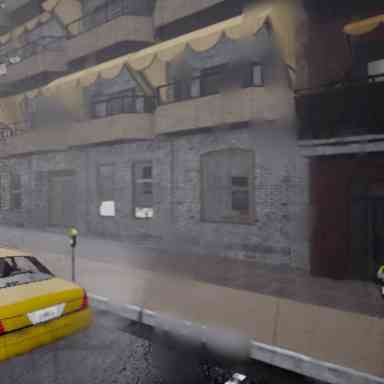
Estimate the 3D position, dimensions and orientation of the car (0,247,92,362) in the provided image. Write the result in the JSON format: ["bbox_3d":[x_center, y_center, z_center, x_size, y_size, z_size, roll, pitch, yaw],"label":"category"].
[{"bbox_3d":[-3.701,1.475,5.515,4.829,1.417,1.752,1,0,35],"label":"car"}]
